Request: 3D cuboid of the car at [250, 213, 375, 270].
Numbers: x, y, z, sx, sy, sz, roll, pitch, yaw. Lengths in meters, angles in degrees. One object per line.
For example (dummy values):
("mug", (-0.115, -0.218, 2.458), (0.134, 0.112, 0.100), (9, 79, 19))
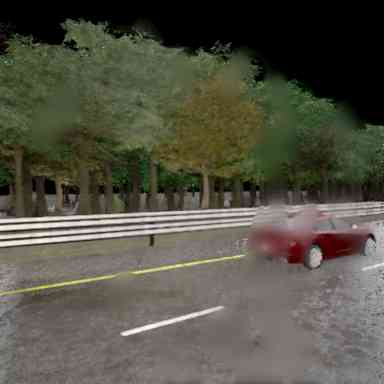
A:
("car", (4.110, 1.439, 10.963), (5.008, 1.535, 1.882), (0, 0, -35))
